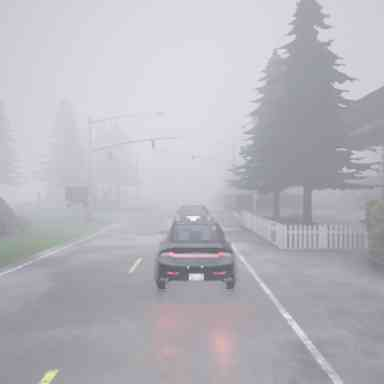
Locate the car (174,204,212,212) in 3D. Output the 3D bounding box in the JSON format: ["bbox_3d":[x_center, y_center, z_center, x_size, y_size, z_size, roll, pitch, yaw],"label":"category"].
[{"bbox_3d":[0.068,1.433,18.983,2.097,1.767,4.553,0,0,0],"label":"car"}]

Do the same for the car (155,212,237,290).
[{"bbox_3d":[0.084,1.532,9.212,2.128,1.511,4.902,0,0,0],"label":"car"}]

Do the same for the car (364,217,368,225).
[{"bbox_3d":[10.998,1.390,17.816,1.905,1.878,3.866,0,0,-1],"label":"car"}]
